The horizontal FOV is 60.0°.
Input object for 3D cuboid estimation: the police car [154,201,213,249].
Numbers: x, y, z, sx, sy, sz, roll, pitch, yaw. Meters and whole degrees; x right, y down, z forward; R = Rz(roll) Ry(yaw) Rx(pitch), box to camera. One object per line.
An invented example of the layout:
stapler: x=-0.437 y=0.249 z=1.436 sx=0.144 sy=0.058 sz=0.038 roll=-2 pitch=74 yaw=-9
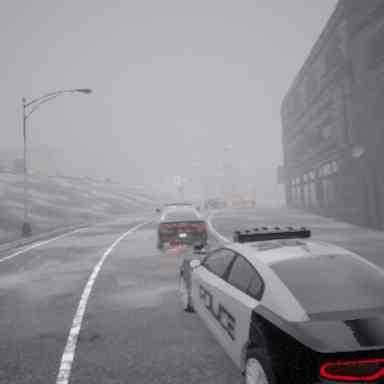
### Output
police car: x=-0.562 y=1.304 z=14.211 sx=1.930 sy=1.638 sz=5.238 roll=-2 pitch=0 yaw=-5

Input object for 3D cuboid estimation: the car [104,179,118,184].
car: x=-17.135 y=-1.849 z=65.117 sx=2.002 sy=1.452 sz=4.674 roll=-4 pitch=-3 yaw=19

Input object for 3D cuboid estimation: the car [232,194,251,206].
car: x=7.787 y=1.183 z=52.389 sx=2.097 sy=1.767 sz=4.553 roll=-4 pitch=-2 yaw=26

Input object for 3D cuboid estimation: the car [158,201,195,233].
car: x=-0.794 y=1.372 z=19.825 sx=1.837 sy=1.490 sz=4.892 roll=-3 pitch=0 yaw=0

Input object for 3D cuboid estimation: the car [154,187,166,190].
car: x=-9.669 y=-0.626 z=91.762 sx=2.002 sy=1.452 sz=4.674 roll=-3 pitch=-4 yaw=13

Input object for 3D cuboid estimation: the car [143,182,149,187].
car: x=-12.314 y=-1.490 z=81.068 sx=2.435 sy=2.045 sz=5.566 roll=-3 pitch=-3 yaw=16

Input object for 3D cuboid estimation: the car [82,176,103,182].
car: x=-18.960 y=-2.039 z=59.911 sx=2.163 sy=1.488 sz=4.792 roll=-4 pitch=-3 yaw=20

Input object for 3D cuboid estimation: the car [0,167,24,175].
car: x=-25.167 y=-2.534 z=44.310 sx=2.002 sy=1.452 sz=4.674 roll=-4 pitch=-3 yaw=24

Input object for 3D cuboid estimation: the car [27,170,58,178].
car: x=-23.004 y=-2.415 z=49.418 sx=2.097 sy=1.535 sz=5.008 roll=-4 pitch=-3 yaw=23

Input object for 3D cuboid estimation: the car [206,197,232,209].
car: x=3.082 y=1.351 z=42.295 sx=1.837 sy=1.490 sz=4.892 roll=-4 pitch=-2 yaw=25

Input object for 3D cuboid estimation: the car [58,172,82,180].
car: x=-20.963 y=-2.374 z=54.553 sx=2.185 sy=1.767 sz=4.553 roll=-4 pitch=-3 yaw=22

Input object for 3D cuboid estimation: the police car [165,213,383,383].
police car: x=1.102 y=1.335 z=4.811 sx=1.930 sy=1.638 sz=5.238 roll=-2 pitch=1 yaw=-15

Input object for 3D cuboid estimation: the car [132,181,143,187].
car: x=-13.833 y=-1.610 z=75.667 sx=2.185 sy=1.767 sz=4.553 roll=-3 pitch=-3 yaw=17

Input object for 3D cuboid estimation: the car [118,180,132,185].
car: x=-15.455 y=-1.703 z=70.269 sx=2.231 sy=1.521 sz=4.892 roll=-4 pitch=-3 yaw=18
